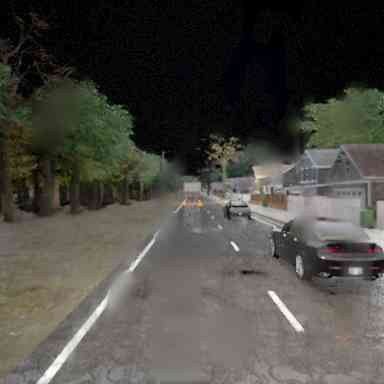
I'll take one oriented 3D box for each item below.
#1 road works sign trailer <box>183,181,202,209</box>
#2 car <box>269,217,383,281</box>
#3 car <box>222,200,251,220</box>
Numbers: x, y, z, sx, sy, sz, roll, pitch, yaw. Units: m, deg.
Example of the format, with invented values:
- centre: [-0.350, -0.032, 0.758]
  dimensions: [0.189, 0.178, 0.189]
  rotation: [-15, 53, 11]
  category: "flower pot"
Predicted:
- centre: [0.012, 0.373, 44.703]
  dimensions: [2.380, 3.560, 2.880]
  rotation: [0, 0, 0]
  category: "road works sign trailer"
- centre: [3.604, 1.481, 9.740]
  dimensions: [1.837, 1.490, 4.892]
  rotation: [0, 0, 0]
  category: "car"
- centre: [3.608, 1.430, 27.276]
  dimensions: [2.128, 1.511, 4.902]
  rotation: [0, 0, 0]
  category: "car"
